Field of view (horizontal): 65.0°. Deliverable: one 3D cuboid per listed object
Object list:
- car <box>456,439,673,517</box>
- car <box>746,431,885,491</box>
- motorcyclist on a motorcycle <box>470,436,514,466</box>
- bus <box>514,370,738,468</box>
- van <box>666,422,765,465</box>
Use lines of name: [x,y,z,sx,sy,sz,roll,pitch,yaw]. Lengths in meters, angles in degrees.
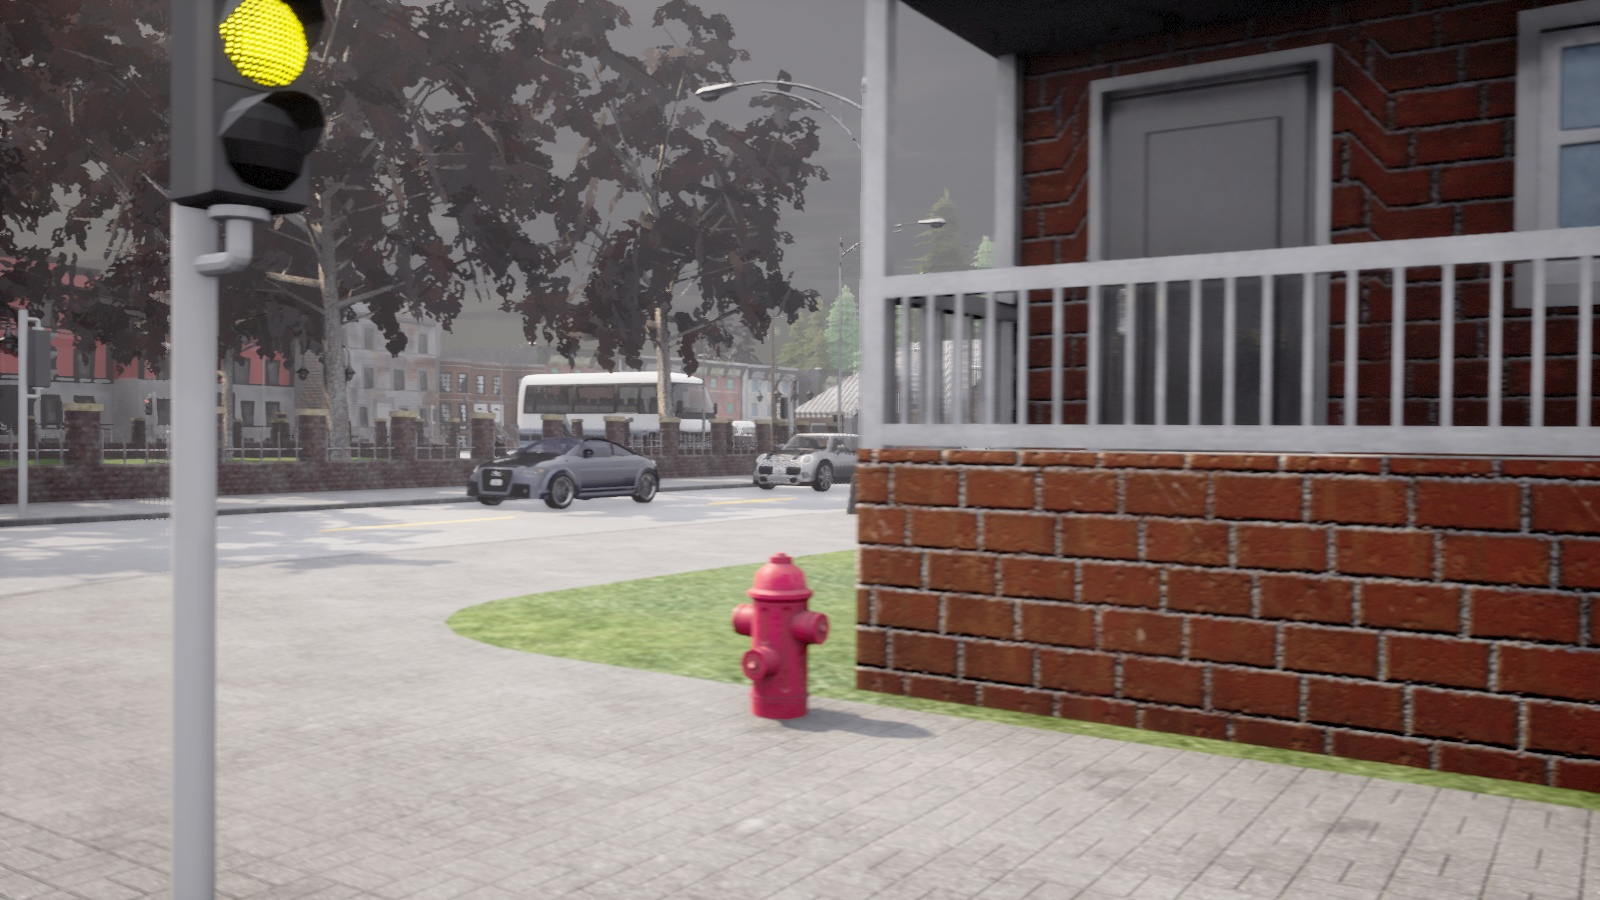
car: [-4.629,0.497,25.234,1.994,1.385,4.181,0,1,31]
car: [0.465,0.247,32.938,1.970,1.475,3.806,0,1,31]
motorcyclist on a motorcycle: [-15.732,0.046,64.075,2.191,1.530,0.866,0,1,31]
bus: [-8.267,-1.367,59.086,10.273,4.253,3.944,0,1,32]
van: [-4.156,-0.336,61.355,4.480,2.038,2.069,0,1,34]
